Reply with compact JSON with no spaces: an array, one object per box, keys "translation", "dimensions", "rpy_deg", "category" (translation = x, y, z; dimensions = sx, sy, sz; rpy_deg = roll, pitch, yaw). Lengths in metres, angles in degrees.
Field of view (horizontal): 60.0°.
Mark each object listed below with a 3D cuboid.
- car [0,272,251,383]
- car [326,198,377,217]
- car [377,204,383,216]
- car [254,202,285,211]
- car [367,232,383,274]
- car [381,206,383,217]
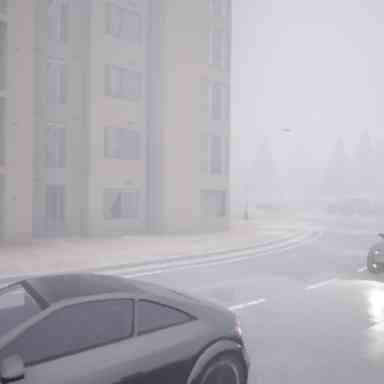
[{"translation":[-1.402,1.573,3.155],"dimensions":[4.181,1.385,1.994],"rpy_deg":[1,-1,-37],"category":"car"},{"translation":[17.656,1.696,37.674],"dimensions":[2.150,2.045,5.566],"rpy_deg":[1,0,-13],"category":"car"},{"translation":[21.252,2.032,37.310],"dimensions":[1.812,1.442,4.674],"rpy_deg":[1,0,-13],"category":"car"},{"translation":[11.671,2.112,50.525],"dimensions":[1.895,1.301,4.718],"rpy_deg":[1,-1,-33],"category":"car"},{"translation":[6.807,1.710,10.053],"dimensions":[1.994,1.385,4.181],"rpy_deg":[0,0,41],"category":"car"},{"translation":[13.232,1.799,20.384],"dimensions":[1.837,1.490,4.892],"rpy_deg":[0,-1,21],"category":"car"}]
